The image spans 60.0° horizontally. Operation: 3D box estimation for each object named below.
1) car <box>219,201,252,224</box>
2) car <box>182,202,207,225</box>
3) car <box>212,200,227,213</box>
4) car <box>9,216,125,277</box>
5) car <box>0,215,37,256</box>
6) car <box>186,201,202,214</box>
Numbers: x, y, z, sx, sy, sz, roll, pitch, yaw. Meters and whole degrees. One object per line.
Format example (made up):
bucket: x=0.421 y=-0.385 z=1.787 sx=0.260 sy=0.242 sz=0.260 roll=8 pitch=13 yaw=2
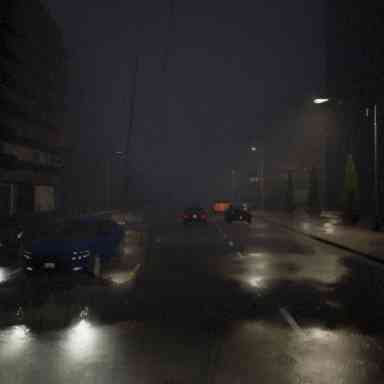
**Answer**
car: x=3.721 y=1.765 z=27.649 sx=2.128 sy=1.511 sz=4.902 roll=0 pitch=0 yaw=0
car: x=0.214 y=1.803 z=26.150 sx=2.033 sy=1.411 sz=5.357 roll=0 pitch=-1 yaw=0
car: x=3.770 y=1.778 z=43.477 sx=2.097 sy=1.767 sz=4.553 roll=0 pitch=-1 yaw=1
car: x=-3.504 y=1.581 z=10.752 sx=1.882 sy=1.535 sz=5.008 roll=0 pitch=-1 yaw=1
car: x=-7.037 y=1.675 z=13.507 sx=2.033 sy=1.411 sz=5.357 roll=0 pitch=-1 yaw=0
car: x=0.264 y=1.963 z=42.683 sx=2.033 sy=1.411 sz=5.357 roll=0 pitch=-1 yaw=1
